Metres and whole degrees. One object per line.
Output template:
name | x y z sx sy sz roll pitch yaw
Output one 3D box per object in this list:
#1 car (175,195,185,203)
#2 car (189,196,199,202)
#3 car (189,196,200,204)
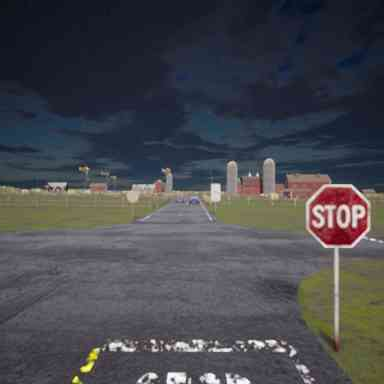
car | -2.338 1.474 65.752 1.837 1.490 4.892 0 0 0
car | 0.445 1.444 70.768 1.895 1.301 4.718 0 0 0
car | 0.382 1.496 60.699 1.812 1.442 4.674 0 0 0
